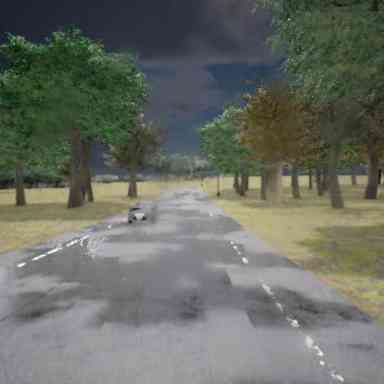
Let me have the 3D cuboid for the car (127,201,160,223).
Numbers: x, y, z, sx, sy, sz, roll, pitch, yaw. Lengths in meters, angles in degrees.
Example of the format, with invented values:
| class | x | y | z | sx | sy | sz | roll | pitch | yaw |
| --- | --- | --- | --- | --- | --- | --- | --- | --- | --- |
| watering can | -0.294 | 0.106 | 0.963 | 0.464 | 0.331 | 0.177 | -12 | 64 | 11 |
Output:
| class | x | y | z | sx | sy | sz | roll | pitch | yaw |
| --- | --- | --- | --- | --- | --- | --- | --- | --- | --- |
| car | -3.500 | 1.411 | 24.604 | 2.128 | 1.511 | 4.902 | 0 | 1 | 0 |
